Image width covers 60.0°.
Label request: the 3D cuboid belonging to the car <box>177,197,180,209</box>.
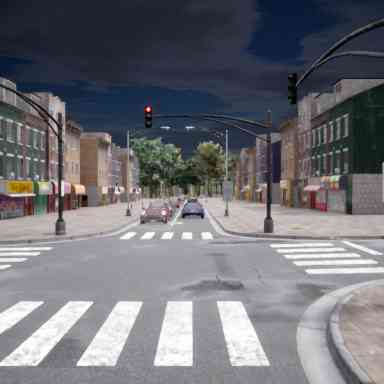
[{"bbox_3d":[-2.647,1.578,35.427,1.947,1.339,4.313,-1,0,0],"label":"car"}]

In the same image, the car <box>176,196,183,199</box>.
[{"bbox_3d":[-2.648,1.569,46.296,1.887,1.381,4.507,-1,0,0],"label":"car"}]

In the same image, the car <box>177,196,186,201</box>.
[{"bbox_3d":[-2.648,1.650,84.340,1.947,1.339,4.313,-1,0,0],"label":"car"}]

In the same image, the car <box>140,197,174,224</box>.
[{"bbox_3d":[-2.648,1.444,24.558,1.967,1.590,4.097,-1,0,0],"label":"car"}]

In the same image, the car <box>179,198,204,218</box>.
[{"bbox_3d":[0.089,1.572,30.504,1.994,1.385,4.181,0,0,0],"label":"car"}]

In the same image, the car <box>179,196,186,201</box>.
[{"bbox_3d":[-2.648,1.677,89.775,1.802,1.307,4.206,-1,0,0],"label":"car"}]

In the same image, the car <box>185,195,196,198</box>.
[{"bbox_3d":[0.098,1.572,62.001,1.812,1.442,4.674,0,0,0],"label":"car"}]

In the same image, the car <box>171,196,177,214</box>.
[{"bbox_3d":[-2.648,1.448,29.992,1.967,1.590,4.097,-1,0,0],"label":"car"}]
